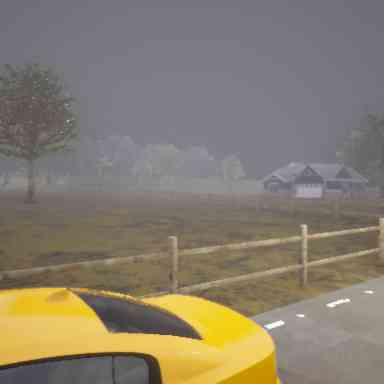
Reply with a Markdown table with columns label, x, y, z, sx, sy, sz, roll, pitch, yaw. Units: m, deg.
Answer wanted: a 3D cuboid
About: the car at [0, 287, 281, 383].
| label | x | y | z | sx | sy | sz | roll | pitch | yaw |
| --- | --- | --- | --- | --- | --- | --- | --- | --- | --- |
| car | -1.632 | 1.476 | 1.906 | 5.008 | 1.535 | 1.882 | 0 | 0 | -35 |
